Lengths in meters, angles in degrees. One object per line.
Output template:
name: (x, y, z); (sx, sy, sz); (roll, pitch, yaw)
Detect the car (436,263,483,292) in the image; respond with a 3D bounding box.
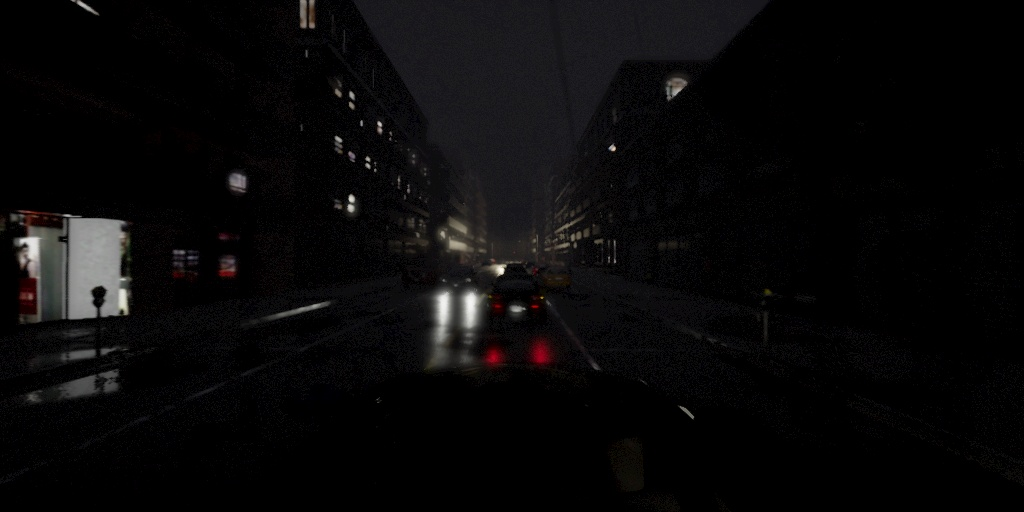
car: (-2.990, 1.299, 21.488); (1.812, 1.442, 4.674); (0, 0, 0)

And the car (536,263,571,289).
car: (2.796, 1.318, 23.570); (1.751, 1.417, 4.829); (0, 0, 0)

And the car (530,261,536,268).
car: (2.856, 1.355, 34.672); (1.888, 1.381, 4.507); (0, 0, 0)

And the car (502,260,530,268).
car: (0.241, 1.299, 29.633); (1.837, 1.490, 4.892); (0, 0, 0)

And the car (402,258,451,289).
car: (-5.585, 1.083, 23.449); (2.192, 1.841, 5.009); (0, 0, 0)

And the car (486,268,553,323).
car: (0.147, 1.293, 12.087); (1.812, 1.442, 4.674); (0, 0, 0)
